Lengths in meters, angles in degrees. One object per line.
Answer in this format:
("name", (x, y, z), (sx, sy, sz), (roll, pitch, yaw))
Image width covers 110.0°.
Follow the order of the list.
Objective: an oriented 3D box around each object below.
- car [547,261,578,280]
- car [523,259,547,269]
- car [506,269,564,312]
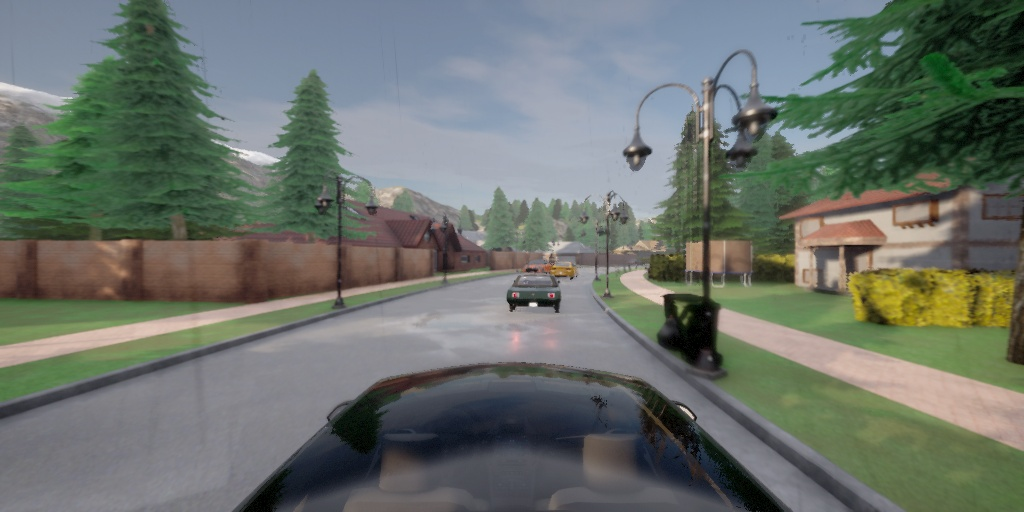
("car", (4.705, 1.251, 31.889), (1.882, 1.535, 5.008), (0, 0, 16))
("car", (2.659, 1.119, 37.322), (2.097, 1.767, 4.553), (0, 0, 21))
("car", (0.986, 1.357, 14.306), (1.895, 1.301, 4.718), (0, 0, 7))
